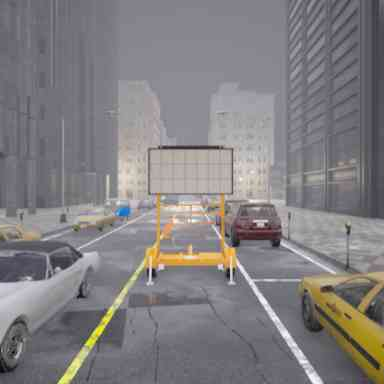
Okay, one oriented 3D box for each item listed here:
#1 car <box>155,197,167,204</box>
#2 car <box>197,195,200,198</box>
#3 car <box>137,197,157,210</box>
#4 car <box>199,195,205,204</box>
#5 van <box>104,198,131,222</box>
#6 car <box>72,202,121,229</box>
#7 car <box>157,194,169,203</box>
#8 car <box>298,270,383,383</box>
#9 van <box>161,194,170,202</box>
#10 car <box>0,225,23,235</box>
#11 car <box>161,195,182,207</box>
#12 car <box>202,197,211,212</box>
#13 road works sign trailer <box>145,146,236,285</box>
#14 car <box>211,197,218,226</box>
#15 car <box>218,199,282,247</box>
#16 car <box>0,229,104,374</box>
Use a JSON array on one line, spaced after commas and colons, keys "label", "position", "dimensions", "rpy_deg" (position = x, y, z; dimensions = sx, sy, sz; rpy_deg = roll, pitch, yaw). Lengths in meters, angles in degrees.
[{"label": "car", "position": [-6.101, 1.618, 65.847], "dimensions": [1.947, 1.339, 4.313], "rpy_deg": [0, 0, 0]}, {"label": "car", "position": [2.446, 1.597, 60.214], "dimensions": [1.887, 1.381, 4.507], "rpy_deg": [0, 0, 0]}, {"label": "car", "position": [-6.017, 1.637, 43.287], "dimensions": [1.802, 1.307, 4.206], "rpy_deg": [0, 0, 0]}, {"label": "car", "position": [2.488, 1.495, 48.935], "dimensions": [1.967, 1.590, 4.097], "rpy_deg": [0, 0, 0]}, {"label": "van", "position": [-5.955, 1.388, 26.368], "dimensions": [1.690, 1.788, 3.998], "rpy_deg": [0, 0, 0]}, {"label": "car", "position": [-5.934, 1.564, 20.556], "dimensions": [1.752, 1.417, 4.829], "rpy_deg": [0, 0, 0]}, {"label": "car", "position": [-6.122, 1.366, 71.487], "dimensions": [2.192, 1.841, 5.009], "rpy_deg": [0, 0, 0]}, {"label": "car", "position": [2.655, 1.534, 4.029], "dimensions": [1.752, 1.417, 4.829], "rpy_deg": [0, 0, 1]}, {"label": "van", "position": [-6.143, 1.389, 77.128], "dimensions": [1.690, 1.788, 3.998], "rpy_deg": [0, 0, 0]}, {"label": "car", "position": [-5.898, 1.544, 9.243], "dimensions": [1.752, 1.417, 4.829], "rpy_deg": [0, 0, 1]}, {"label": "car", "position": [-3.194, 1.272, 52.712], "dimensions": [2.150, 2.045, 5.566], "rpy_deg": [0, 0, 0]}, {"label": "car", "position": [2.530, 1.605, 37.656], "dimensions": [2.008, 1.369, 4.403], "rpy_deg": [0, 0, 0]}, {"label": "road works sign trailer", "position": [-0.033, 0.483, 9.554], "dimensions": [2.380, 3.560, 2.880], "rpy_deg": [0, 0, 0]}, {"label": "car", "position": [2.592, 1.354, 20.738], "dimensions": [2.192, 1.841, 5.009], "rpy_deg": [0, 0, 0]}, {"label": "car", "position": [2.613, 1.345, 15.097], "dimensions": [2.192, 1.841, 5.009], "rpy_deg": [0, 0, 0]}, {"label": "car", "position": [-3.118, 1.612, 5.737], "dimensions": [1.895, 1.301, 4.718], "rpy_deg": [0, 0, 0]}]
